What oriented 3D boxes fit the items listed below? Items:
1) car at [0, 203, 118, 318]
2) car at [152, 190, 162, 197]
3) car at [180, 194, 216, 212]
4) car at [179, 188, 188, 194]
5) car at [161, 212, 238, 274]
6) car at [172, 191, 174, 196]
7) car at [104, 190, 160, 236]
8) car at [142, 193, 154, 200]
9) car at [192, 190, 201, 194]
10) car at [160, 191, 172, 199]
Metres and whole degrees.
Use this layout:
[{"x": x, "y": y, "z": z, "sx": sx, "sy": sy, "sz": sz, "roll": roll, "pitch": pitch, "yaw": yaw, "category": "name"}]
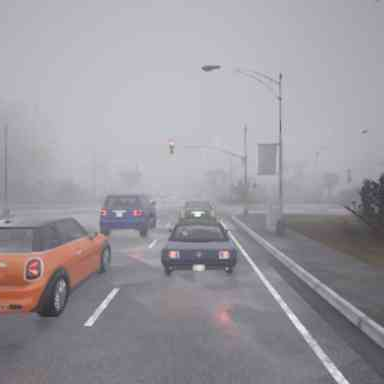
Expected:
[{"x": -3.325, "y": 1.300, "z": 7.460, "sx": 2.097, "sy": 1.767, "sz": 4.553, "roll": 0, "pitch": 0, "yaw": 1, "category": "car"}, {"x": -9.190, "y": 0.369, "z": 87.691, "sx": 1.882, "sy": 1.535, "sz": 5.008, "roll": 0, "pitch": 2, "yaw": 0, "category": "car"}, {"x": 0.334, "y": 1.194, "z": 19.591, "sx": 2.097, "sy": 1.767, "sz": 4.553, "roll": 0, "pitch": 1, "yaw": 1, "category": "car"}, {"x": -2.189, "y": 0.493, "z": 86.520, "sx": 2.128, "sy": 1.511, "sz": 4.902, "roll": 0, "pitch": 2, "yaw": 0, "category": "car"}, {"x": 0.199, "y": 1.528, "z": 10.265, "sx": 1.895, "sy": 1.301, "sz": 4.718, "roll": 0, "pitch": 0, "yaw": 1, "category": "car"}, {"x": -5.690, "y": 0.365, "z": 87.732, "sx": 1.882, "sy": 1.535, "sz": 5.008, "roll": 0, "pitch": 2, "yaw": 0, "category": "car"}, {"x": -3.200, "y": 1.082, "z": 17.529, "sx": 2.150, "sy": 2.045, "sz": 5.566, "roll": 0, "pitch": 1, "yaw": 1, "category": "car"}, {"x": -9.425, "y": 0.897, "z": 71.263, "sx": 1.895, "sy": 1.301, "sz": 4.718, "roll": 0, "pitch": 1, "yaw": 1, "category": "car"}, {"x": 1.312, "y": 0.502, "z": 86.398, "sx": 2.128, "sy": 1.511, "sz": 4.902, "roll": 0, "pitch": 2, "yaw": 0, "category": "car"}, {"x": -5.924, "y": 0.826, "z": 71.324, "sx": 1.812, "sy": 1.442, "sz": 4.674, "roll": 0, "pitch": 1, "yaw": 1, "category": "car"}]
